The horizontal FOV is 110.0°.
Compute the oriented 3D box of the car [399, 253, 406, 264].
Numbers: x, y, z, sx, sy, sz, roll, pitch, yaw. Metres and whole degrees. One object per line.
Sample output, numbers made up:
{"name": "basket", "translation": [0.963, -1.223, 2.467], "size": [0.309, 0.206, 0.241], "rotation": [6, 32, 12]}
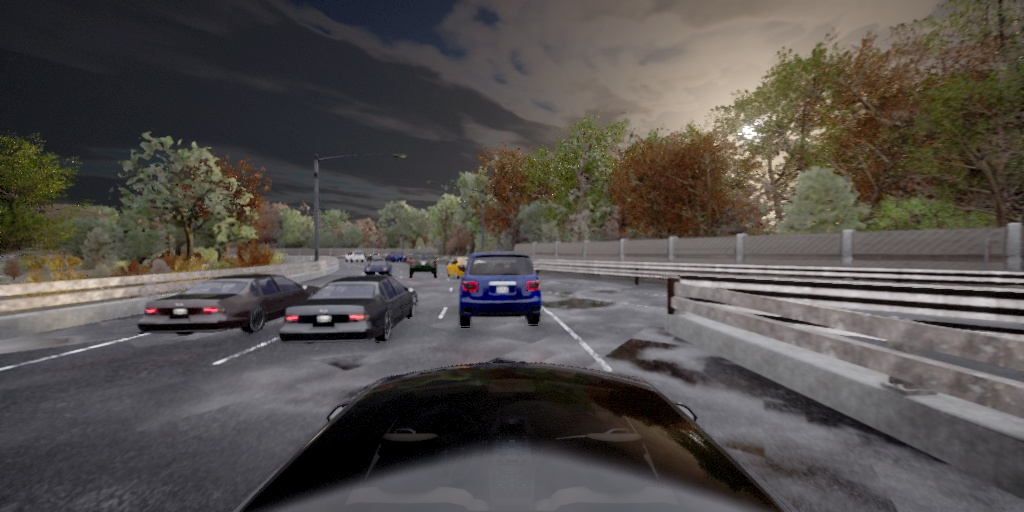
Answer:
{"name": "car", "translation": [-17.383, 0.654, 61.134], "size": [1.994, 1.385, 4.181], "rotation": [-1, 1, -31]}

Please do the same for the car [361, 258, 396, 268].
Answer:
{"name": "car", "translation": [-11.034, 1.045, 29.874], "size": [1.895, 1.301, 4.718], "rotation": [0, 1, -15]}

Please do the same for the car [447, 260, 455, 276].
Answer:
{"name": "car", "translation": [-3.852, 0.922, 28.413], "size": [1.882, 1.535, 5.008], "rotation": [-1, 1, -23]}

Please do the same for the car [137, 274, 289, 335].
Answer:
{"name": "car", "translation": [-7.373, 1.215, 10.214], "size": [2.033, 1.411, 5.357], "rotation": [0, 1, -5]}

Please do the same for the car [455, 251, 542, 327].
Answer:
{"name": "car", "translation": [-0.498, 0.861, 11.274], "size": [2.150, 2.045, 5.566], "rotation": [0, 1, -6]}

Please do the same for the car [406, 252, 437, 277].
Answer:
{"name": "car", "translation": [-7.507, 0.653, 30.255], "size": [2.150, 2.045, 5.566], "rotation": [0, 1, -14]}

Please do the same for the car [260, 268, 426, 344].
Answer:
{"name": "car", "translation": [-3.787, 1.217, 9.334], "size": [2.033, 1.411, 5.357], "rotation": [0, 1, -5]}
